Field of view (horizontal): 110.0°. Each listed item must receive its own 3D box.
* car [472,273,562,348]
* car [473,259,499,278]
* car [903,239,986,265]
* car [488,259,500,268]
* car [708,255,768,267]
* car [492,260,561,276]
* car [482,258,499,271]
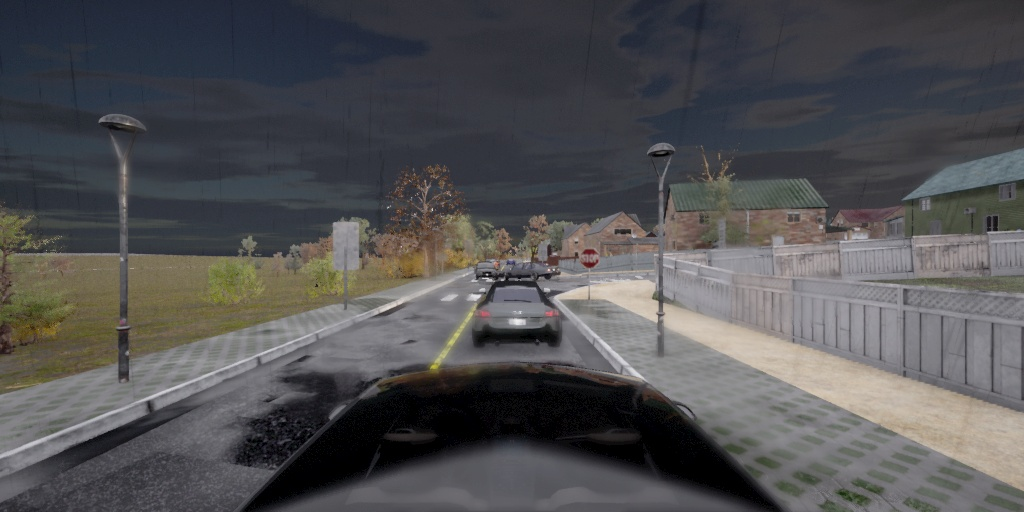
[{"bbox_3d":[0.081,1.313,9.282,1.994,1.385,4.181,0,0,-1],"label":"car"},{"bbox_3d":[-2.334,1.258,31.201,1.837,1.490,4.892,0,0,-8],"label":"car"},{"bbox_3d":[23.836,-0.208,20.318,4.902,1.511,2.128,-3,0,14],"label":"car"},{"bbox_3d":[-3.000,1.257,61.054,1.882,1.535,5.008,0,0,0],"label":"car"},{"bbox_3d":[14.329,0.413,22.714,4.181,1.385,1.994,-3,0,16],"label":"car"},{"bbox_3d":[1.262,1.198,28.300,5.357,1.411,2.033,-4,-3,43],"label":"car"},{"bbox_3d":[-2.986,1.121,51.017,2.097,1.767,4.553,0,0,0],"label":"car"}]
